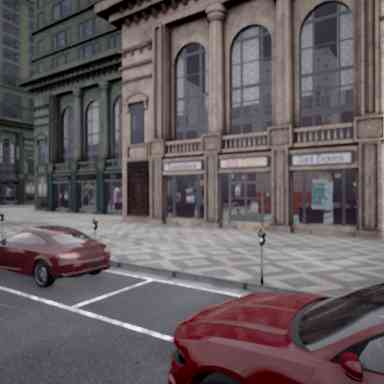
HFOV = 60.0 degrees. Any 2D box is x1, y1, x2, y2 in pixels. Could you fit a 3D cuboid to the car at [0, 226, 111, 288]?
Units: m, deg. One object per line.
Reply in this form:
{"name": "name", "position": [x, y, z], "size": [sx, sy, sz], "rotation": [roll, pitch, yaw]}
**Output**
{"name": "car", "position": [-4.030, 1.567, 9.002], "size": [4.206, 1.307, 1.802], "rotation": [0, 0, 33]}

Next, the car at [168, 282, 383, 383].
{"name": "car", "position": [2.116, 1.478, 2.652], "size": [5.008, 1.535, 1.882], "rotation": [0, 0, 31]}
